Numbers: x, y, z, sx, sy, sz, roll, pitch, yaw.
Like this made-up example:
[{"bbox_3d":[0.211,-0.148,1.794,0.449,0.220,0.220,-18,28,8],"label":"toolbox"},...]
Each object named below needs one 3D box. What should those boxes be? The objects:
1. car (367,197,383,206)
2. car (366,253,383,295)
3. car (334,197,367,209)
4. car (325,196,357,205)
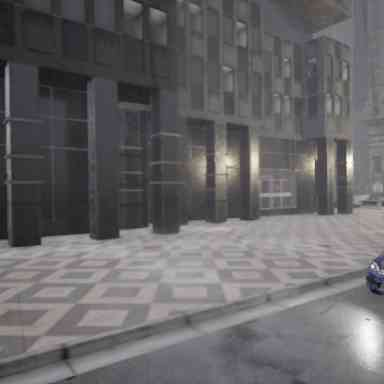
[{"bbox_3d":[27.795,1.463,50.895,1.947,1.339,4.313,-1,1,-36],"label":"car"},{"bbox_3d":[5.848,1.525,7.544,4.674,1.442,1.812,0,0,-35],"label":"car"},{"bbox_3d":[21.009,1.576,45.732,1.887,1.381,4.507,-1,1,-36],"label":"car"},{"bbox_3d":[24.635,1.426,55.290,1.887,1.381,4.507,-1,1,-36],"label":"car"}]
